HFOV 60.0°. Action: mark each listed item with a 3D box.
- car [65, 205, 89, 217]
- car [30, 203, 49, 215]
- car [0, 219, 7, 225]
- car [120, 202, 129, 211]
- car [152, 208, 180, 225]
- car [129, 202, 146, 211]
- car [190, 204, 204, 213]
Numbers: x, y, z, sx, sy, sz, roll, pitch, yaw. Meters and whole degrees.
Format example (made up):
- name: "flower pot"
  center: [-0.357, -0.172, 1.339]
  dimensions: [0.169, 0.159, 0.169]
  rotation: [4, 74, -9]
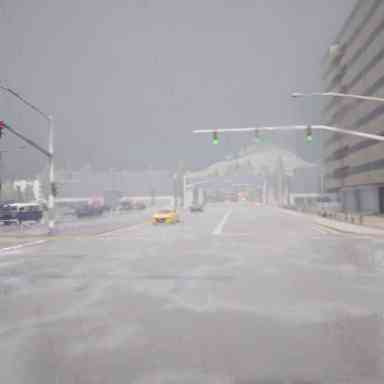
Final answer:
- name: "car"
  center: [-19.195, 3.017, 54.702]
  dimensions: [1.970, 1.475, 3.806]
  rotation: [-1, -1, 8]
- name: "car"
  center: [-33.556, 3.491, 74.289]
  dimensions: [1.905, 1.878, 3.866]
  rotation: [-1, -1, 8]
- name: "car"
  center: [-5.904, 1.584, 5.979]
  dimensions: [2.097, 1.767, 4.553]
  rotation: [-1, -1, 8]
- name: "car"
  center: [-14.117, 3.071, 71.634]
  dimensions: [1.905, 1.878, 3.866]
  rotation: [-1, -1, 8]
- name: "car"
  center: [-2.431, 2.274, 31.626]
  dimensions: [1.882, 1.535, 5.008]
  rotation: [-1, -1, 8]
- name: "car"
  center: [-11.259, 3.005, 71.183]
  dimensions: [1.932, 1.855, 4.605]
  rotation: [-1, -1, 8]
- name: "car"
  center: [0.847, 2.720, 55.858]
  dimensions: [1.882, 1.535, 5.008]
  rotation: [-1, -1, 8]
